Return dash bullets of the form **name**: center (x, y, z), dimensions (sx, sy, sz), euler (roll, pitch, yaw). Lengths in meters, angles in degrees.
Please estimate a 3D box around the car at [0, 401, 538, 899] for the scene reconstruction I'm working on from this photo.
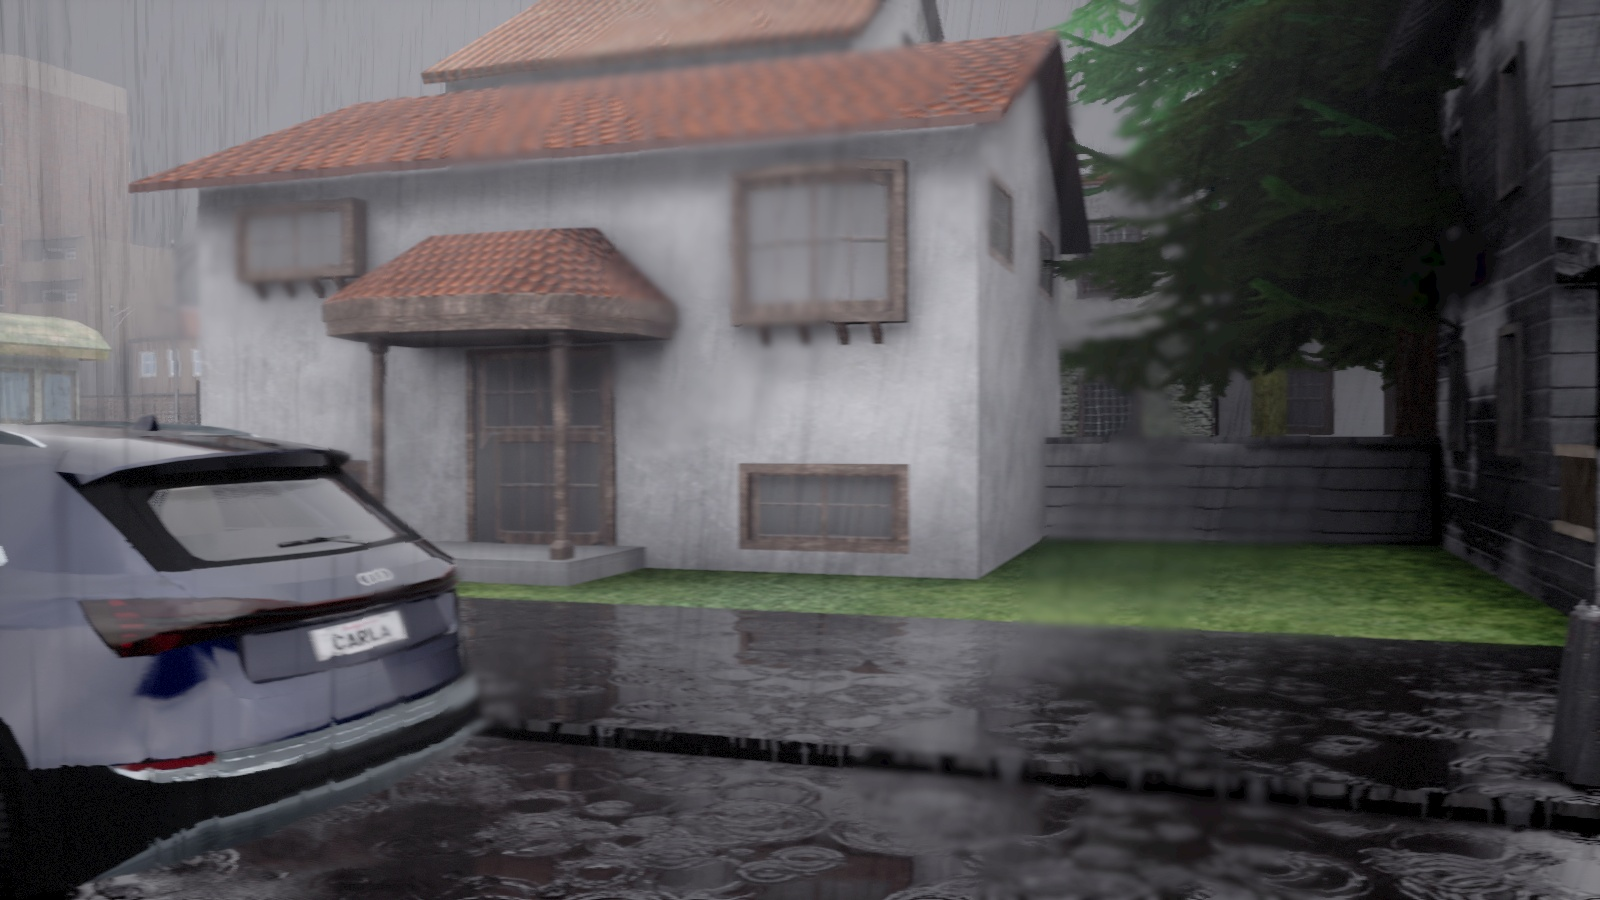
- **car**: center (-3.705, 0.663, 4.976), dimensions (4.856, 1.649, 2.033), euler (1, 1, 18)
